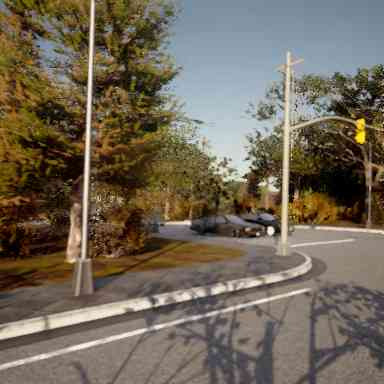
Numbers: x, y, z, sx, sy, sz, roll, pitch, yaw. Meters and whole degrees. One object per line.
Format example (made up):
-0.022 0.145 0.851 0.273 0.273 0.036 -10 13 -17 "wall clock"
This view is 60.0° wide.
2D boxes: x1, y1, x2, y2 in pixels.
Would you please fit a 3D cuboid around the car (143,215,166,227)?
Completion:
-4.839 3.046 35.252 1.895 1.301 4.718 3 -5 -42 "car"

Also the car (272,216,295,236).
4.850 2.191 23.467 1.882 1.535 5.008 3 -3 -37 "car"

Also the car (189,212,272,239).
2.098 2.130 21.297 2.033 1.411 5.357 3 -4 -41 "car"
